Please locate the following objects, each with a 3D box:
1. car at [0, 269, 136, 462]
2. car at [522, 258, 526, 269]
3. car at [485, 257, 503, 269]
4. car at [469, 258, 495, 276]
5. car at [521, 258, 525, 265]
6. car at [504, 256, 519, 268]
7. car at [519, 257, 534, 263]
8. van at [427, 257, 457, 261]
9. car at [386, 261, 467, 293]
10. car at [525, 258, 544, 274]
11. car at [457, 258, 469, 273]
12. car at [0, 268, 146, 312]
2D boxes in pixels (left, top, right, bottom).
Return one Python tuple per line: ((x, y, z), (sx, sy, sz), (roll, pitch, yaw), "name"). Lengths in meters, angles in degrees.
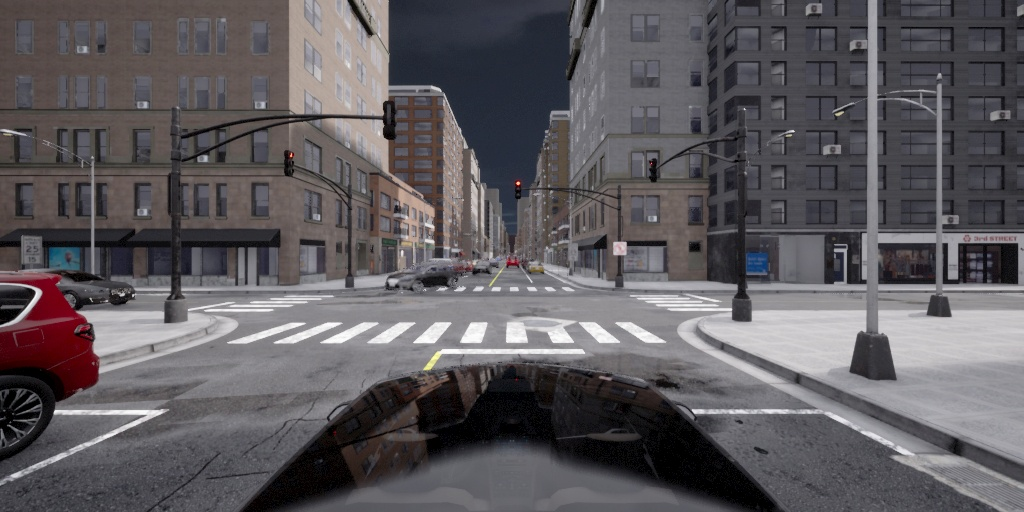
((-5.858, 1.065, 2.122), (2.192, 1.841, 5.009), (0, 0, 0), "car")
((2.706, 1.296, 45.872), (2.007, 1.370, 4.403), (0, 0, 0), "car")
((-3.012, 1.290, 56.974), (2.033, 1.411, 5.357), (0, 0, 1), "car")
((-3.067, 1.252, 37.671), (1.837, 1.490, 4.892), (0, 0, 0), "car")
((2.711, 1.310, 51.466), (1.948, 1.339, 4.313), (0, 0, 0), "car")
((0.150, 0.964, 60.954), (2.150, 2.045, 5.566), (0, 0, 0), "car")
((2.716, 1.058, 57.060), (2.192, 1.841, 5.009), (0, 0, 0), "car")
((-5.834, 1.088, 29.069), (1.690, 1.789, 3.998), (0, 0, 0), "van")
((-5.060, 1.239, 20.835), (2.128, 1.511, 4.902), (0, 0, 29), "car")
((2.701, 1.272, 40.447), (1.751, 1.417, 4.829), (0, 0, 0), "car")
((-5.830, 1.062, 34.665), (2.192, 1.841, 5.009), (0, 0, 0), "car")
((-17.565, 1.265, 13.846), (4.892, 1.490, 1.837), (0, 0, -2), "car")
